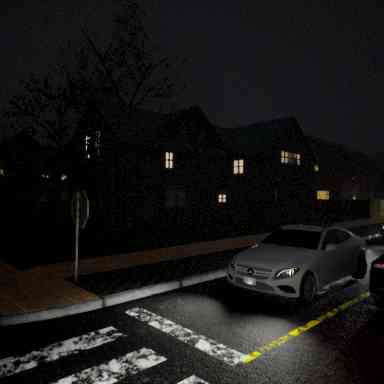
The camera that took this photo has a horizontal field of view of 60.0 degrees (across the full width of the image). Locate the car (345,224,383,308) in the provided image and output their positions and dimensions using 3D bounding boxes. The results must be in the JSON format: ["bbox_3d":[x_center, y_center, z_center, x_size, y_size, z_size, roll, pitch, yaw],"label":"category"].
[{"bbox_3d":[5.306,1.481,6.787,4.902,1.511,2.128,0,0,-42],"label":"car"}]

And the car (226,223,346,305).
[{"bbox_3d":[2.850,1.537,8.359,4.674,1.442,1.812,0,0,-44],"label":"car"}]
